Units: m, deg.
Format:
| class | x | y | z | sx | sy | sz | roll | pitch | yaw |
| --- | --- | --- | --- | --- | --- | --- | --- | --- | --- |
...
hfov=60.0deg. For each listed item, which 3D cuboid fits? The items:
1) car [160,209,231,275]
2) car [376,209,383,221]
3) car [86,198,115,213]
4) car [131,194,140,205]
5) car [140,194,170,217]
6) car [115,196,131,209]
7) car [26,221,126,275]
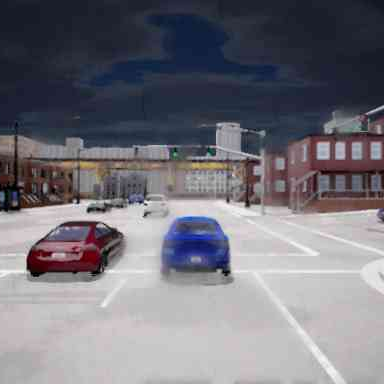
| class | x | y | z | sx | sy | sz | roll | pitch | yaw |
| --- | --- | --- | --- | --- | --- | --- | --- | --- | --- |
| car | 0.101 | 1.503 | 10.621 | 1.882 | 1.535 | 5.008 | 0 | 0 | 0 |
| car | 14.525 | 1.148 | 21.641 | 4.674 | 1.442 | 1.812 | -5 | 0 | 0 |
| car | -10.578 | 1.652 | 38.093 | 1.994 | 1.385 | 4.181 | 0 | 0 | 0 |
| car | -10.500 | 1.368 | 62.698 | 2.150 | 2.045 | 5.566 | 0 | 0 | 0 |
| car | -3.397 | 1.297 | 32.675 | 2.150 | 2.045 | 5.566 | 0 | 0 | 0 |
| car | -10.561 | 1.615 | 47.954 | 1.837 | 1.490 | 4.892 | 0 | 0 | 0 |
| car | -3.401 | 1.589 | 10.498 | 1.994 | 1.385 | 4.181 | 0 | 0 | 0 |
